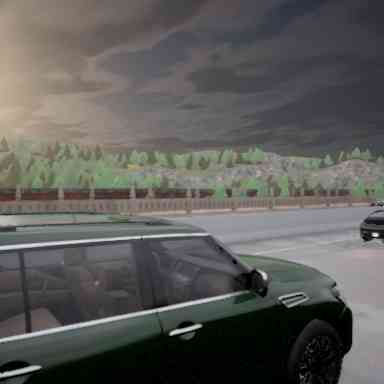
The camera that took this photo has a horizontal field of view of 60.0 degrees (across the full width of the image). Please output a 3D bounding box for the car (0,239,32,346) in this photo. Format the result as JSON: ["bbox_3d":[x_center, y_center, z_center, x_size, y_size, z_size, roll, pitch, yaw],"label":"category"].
[{"bbox_3d":[-4.934,1.602,4.531,4.718,1.301,1.895,0,0,-36],"label":"car"}]

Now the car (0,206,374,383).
[{"bbox_3d":[-0.737,1.222,3.236,5.566,2.045,2.150,0,0,-36],"label":"car"}]

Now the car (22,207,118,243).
[{"bbox_3d":[-6.144,1.567,16.864,4.181,1.385,1.994,0,0,-36],"label":"car"}]

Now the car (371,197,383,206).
[{"bbox_3d":[26.379,1.514,45.594,4.892,1.490,1.837,1,0,-37],"label":"car"}]

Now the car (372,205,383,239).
[{"bbox_3d":[9.486,1.507,15.138,4.892,1.490,1.837,0,0,-37],"label":"car"}]
